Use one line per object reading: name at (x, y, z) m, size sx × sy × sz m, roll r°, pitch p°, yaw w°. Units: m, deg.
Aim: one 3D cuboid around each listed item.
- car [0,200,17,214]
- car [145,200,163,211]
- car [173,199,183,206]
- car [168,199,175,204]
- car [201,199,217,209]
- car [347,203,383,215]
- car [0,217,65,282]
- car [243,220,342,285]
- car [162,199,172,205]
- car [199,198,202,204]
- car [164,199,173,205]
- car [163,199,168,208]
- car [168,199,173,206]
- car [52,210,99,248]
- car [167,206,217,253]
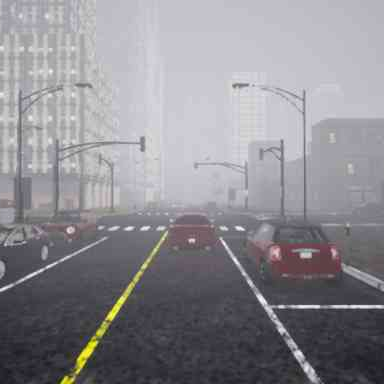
car at (-21.129, 1.789, 35.123) m, size 5.009 × 1.841 × 2.192 m, roll 0°, pitch 0°, yaw -1°
car at (-5.691, 2.047, 47.790) m, size 1.802 × 1.307 × 4.206 m, roll 0°, pitch -1°, yaw 0°
car at (-3.002, 2.333, 74.364) m, size 1.895 × 1.301 × 4.718 m, roll 0°, pitch -1°, yaw 0°
car at (-5.692, 2.511, 92.113) m, size 1.802 × 1.307 × 4.206 m, roll 0°, pitch -1°, yaw 0°
car at (2.690, 2.010, 47.790) m, size 1.887 × 1.381 × 4.507 m, roll 0°, pitch -1°, yaw 0°
car at (18.943, 1.794, 35.729) m, size 4.206 × 1.307 × 1.802 m, roll 0°, pitch 0°, yaw -1°
car at (-5.690, 1.644, 9.786) m, size 2.008 × 1.369 × 4.403 m, roll 0°, pitch -1°, yaw 0°
car at (2.692, 1.534, 9.787) m, size 1.967 × 1.590 × 4.097 m, roll 0°, pitch -1°, yaw 0°
car at (-5.691, 2.316, 75.492) m, size 1.947 × 1.339 × 4.313 m, roll 0°, pitch -1°, yaw 0°
car at (2.690, 2.161, 58.871) m, size 1.802 × 1.307 × 4.206 m, roll 0°, pitch -1°, yaw 0°
car at (-5.692, 2.375, 81.033) m, size 1.947 × 1.339 × 4.313 m, roll 0°, pitch -1°, yaw 0°
car at (-5.691, 2.102, 58.701) m, size 1.752 × 1.417 × 4.829 m, roll 0°, pitch -1°, yaw 0°
car at (-5.691, 2.243, 69.952) m, size 2.008 × 1.369 × 4.403 m, roll 0°, pitch -1°, yaw 0°
car at (-5.690, 1.586, 15.325) m, size 1.967 × 1.590 × 4.097 m, roll 0°, pitch -1°, yaw 0°
car at (0.010, 1.616, 14.486) m, size 1.882 × 1.535 × 5.008 m, roll 0°, pitch 0°, yaw 0°
